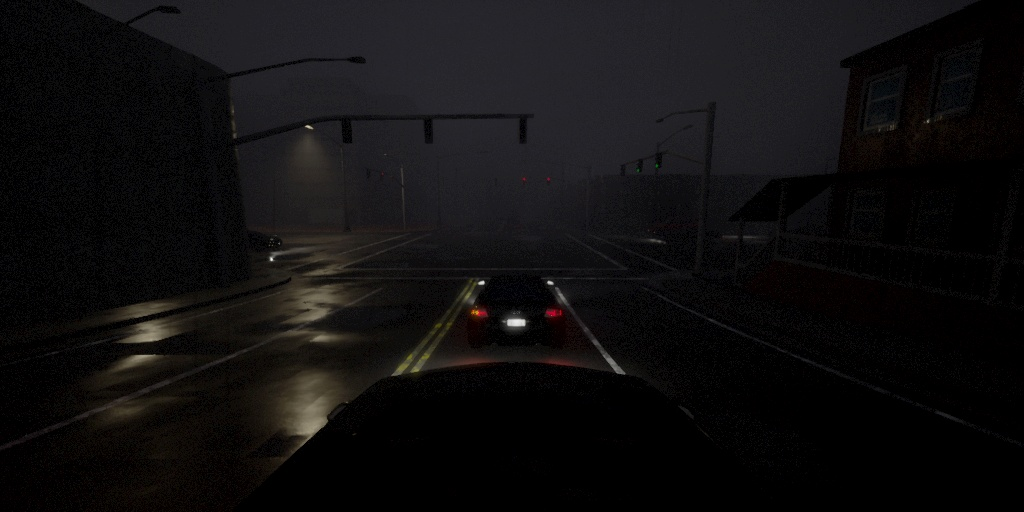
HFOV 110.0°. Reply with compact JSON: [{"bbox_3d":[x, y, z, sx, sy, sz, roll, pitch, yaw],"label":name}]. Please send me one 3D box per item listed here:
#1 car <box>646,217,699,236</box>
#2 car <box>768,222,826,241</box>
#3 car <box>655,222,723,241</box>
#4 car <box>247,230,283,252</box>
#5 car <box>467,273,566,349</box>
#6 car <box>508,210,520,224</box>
[{"bbox_3d":[16.996,-3.010,37.263,5.566,2.045,2.150,0,8,0],"label":"car"},{"bbox_3d":[26.957,-2.242,33.764,5.008,1.535,1.882,0,8,0],"label":"car"},{"bbox_3d":[16.861,-2.178,33.850,5.357,1.411,2.033,0,8,0],"label":"car"},{"bbox_3d":[-19.943,-1.185,26.964,4.892,1.490,1.837,0,8,1],"label":"car"},{"bbox_3d":[0.098,1.091,8.671,1.994,1.385,4.181,0,3,0],"label":"car"},{"bbox_3d":[0.315,-6.651,62.965,2.097,1.767,4.553,0,8,0],"label":"car"}]
